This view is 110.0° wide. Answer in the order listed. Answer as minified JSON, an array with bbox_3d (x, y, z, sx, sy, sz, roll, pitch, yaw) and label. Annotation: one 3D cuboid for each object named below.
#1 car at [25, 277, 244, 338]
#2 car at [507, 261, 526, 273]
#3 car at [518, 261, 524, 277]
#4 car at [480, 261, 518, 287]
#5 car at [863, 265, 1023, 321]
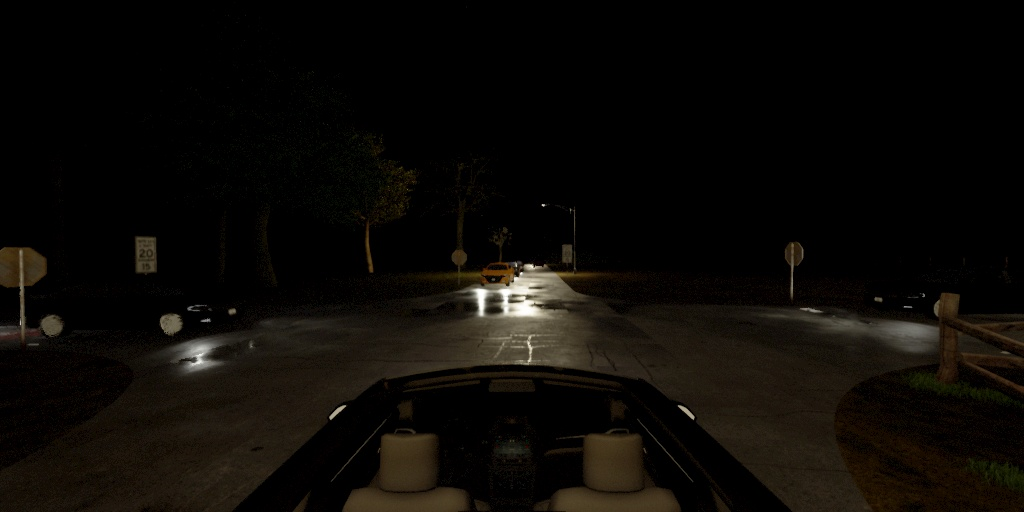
[{"bbox_3d":[-10.506,1.350,10.231,5.008,1.535,1.882,-1,1,0],"label":"car"},{"bbox_3d":[0.637,1.327,46.148,2.033,1.411,5.357,0,0,5],"label":"car"},{"bbox_3d":[-0.137,1.301,35.517,2.033,1.411,5.357,0,0,4],"label":"car"},{"bbox_3d":[-0.927,1.219,25.010,1.882,1.535,5.008,0,0,5],"label":"car"},{"bbox_3d":[13.784,1.040,10.930,5.008,1.535,1.882,-1,1,3],"label":"car"}]
